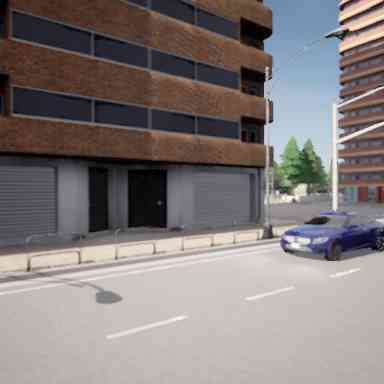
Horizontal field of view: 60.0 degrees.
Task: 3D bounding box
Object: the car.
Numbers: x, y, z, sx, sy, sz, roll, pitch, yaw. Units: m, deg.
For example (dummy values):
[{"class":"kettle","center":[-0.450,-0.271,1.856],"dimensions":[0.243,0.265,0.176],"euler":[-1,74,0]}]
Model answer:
[{"class":"car","center":[5.209,1.443,11.940],"dimensions":[4.674,1.442,1.812],"euler":[0,0,-35]}]
